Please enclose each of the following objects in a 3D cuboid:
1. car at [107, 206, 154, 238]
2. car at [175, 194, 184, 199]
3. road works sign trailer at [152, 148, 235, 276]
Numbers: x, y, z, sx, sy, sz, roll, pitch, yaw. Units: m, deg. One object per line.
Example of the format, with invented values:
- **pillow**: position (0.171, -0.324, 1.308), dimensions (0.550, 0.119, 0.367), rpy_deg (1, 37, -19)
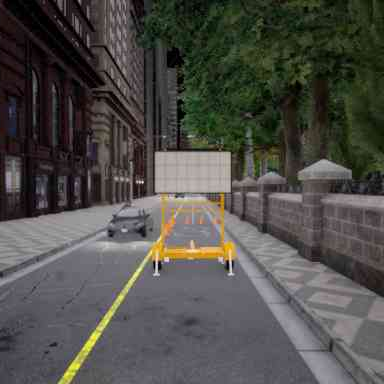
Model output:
- **car**: position (-3.108, 1.498, 17.593), dimensions (1.812, 1.442, 4.674), rpy_deg (0, 0, 0)
- **car**: position (-3.104, 0.718, 81.710), dimensions (2.150, 2.045, 5.566), rpy_deg (0, 1, 0)
- **road works sign trailer**: position (0.026, 0.453, 10.327), dimensions (2.380, 3.560, 2.880), rpy_deg (0, 0, -1)
